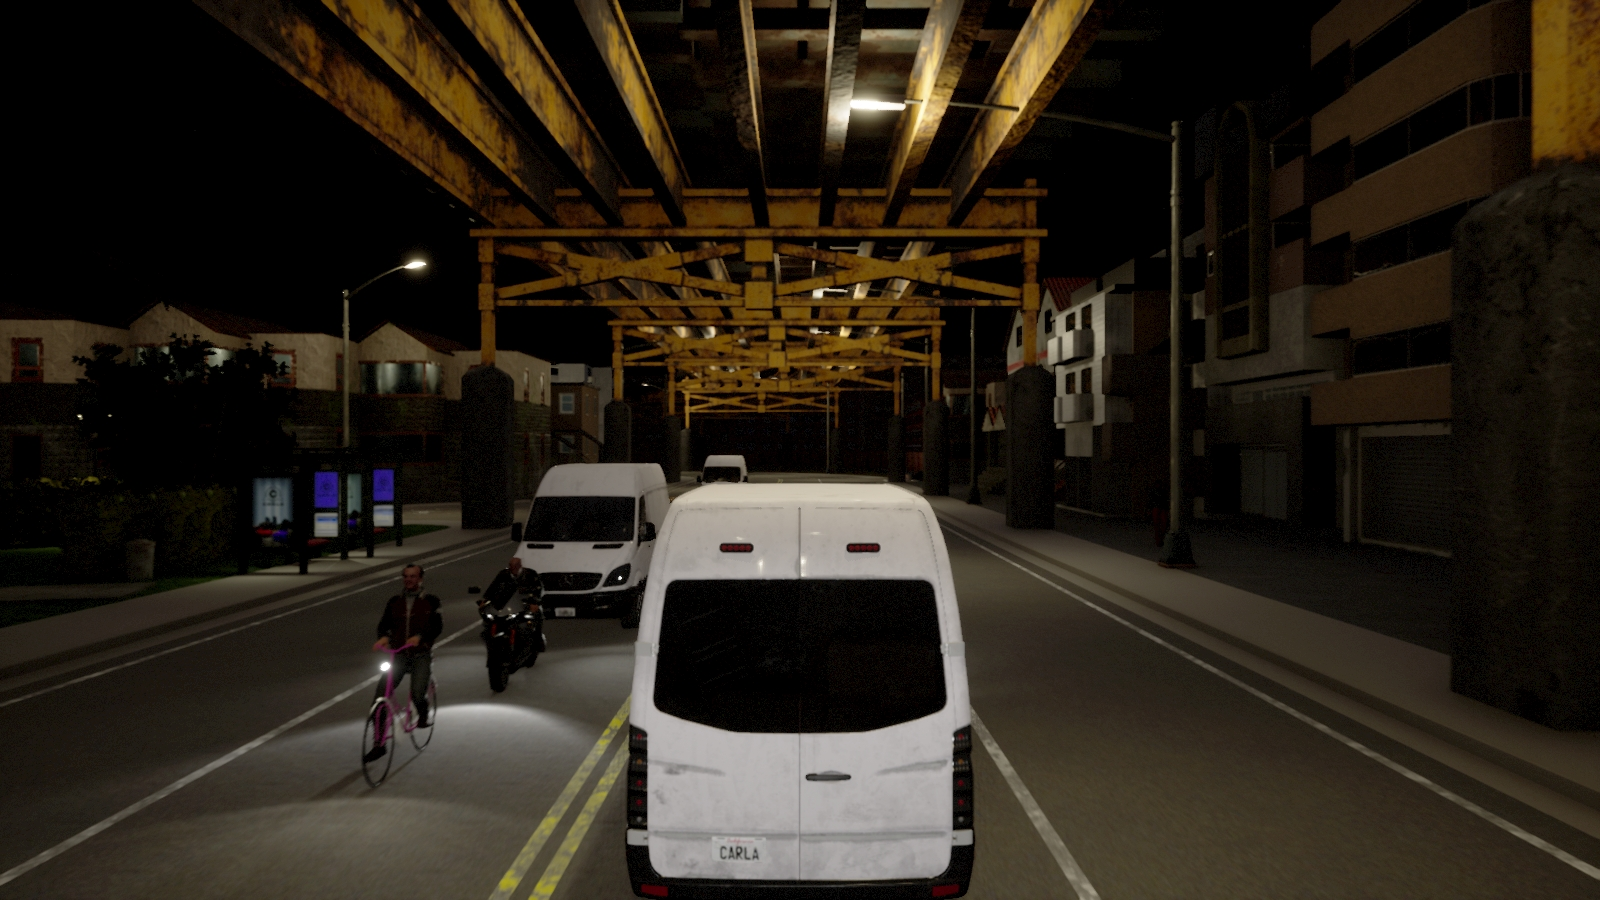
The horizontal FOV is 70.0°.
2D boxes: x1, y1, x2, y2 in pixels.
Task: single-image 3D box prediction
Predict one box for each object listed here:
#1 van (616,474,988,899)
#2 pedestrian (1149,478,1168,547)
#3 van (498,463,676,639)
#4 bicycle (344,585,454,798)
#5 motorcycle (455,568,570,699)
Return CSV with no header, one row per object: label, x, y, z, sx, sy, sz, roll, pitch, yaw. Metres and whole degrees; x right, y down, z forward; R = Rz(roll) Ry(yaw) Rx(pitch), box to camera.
van,0.011,1.534,9.051,1.988,2.561,5.915,0,0,0
pedestrian,9.737,1.699,31.035,0.375,1.860,0.375,0,0,1
van,-3.480,1.533,19.936,1.988,2.561,5.915,0,0,0
bicycle,-3.490,2.047,10.072,0.329,1.496,1.835,0,0,0
motorcycle,-3.496,2.202,14.112,0.867,1.254,2.209,0,0,0
